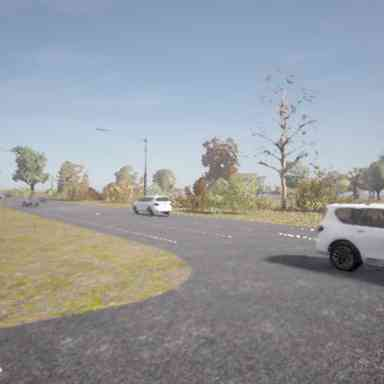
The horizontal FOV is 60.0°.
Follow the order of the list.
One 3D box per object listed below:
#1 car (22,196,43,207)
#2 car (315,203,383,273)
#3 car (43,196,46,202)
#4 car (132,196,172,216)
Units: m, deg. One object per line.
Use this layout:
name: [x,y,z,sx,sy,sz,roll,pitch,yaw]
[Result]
car: [-25.076,1.606,51.749,1.837,1.490,4.892,0,0,-36]
car: [6.203,1.362,9.181,2.150,2.045,5.566,1,-1,-36]
car: [-35.548,1.608,77.709,2.128,1.511,4.902,1,0,-36]
car: [-4.307,1.407,35.293,2.150,2.045,5.566,1,0,-36]
